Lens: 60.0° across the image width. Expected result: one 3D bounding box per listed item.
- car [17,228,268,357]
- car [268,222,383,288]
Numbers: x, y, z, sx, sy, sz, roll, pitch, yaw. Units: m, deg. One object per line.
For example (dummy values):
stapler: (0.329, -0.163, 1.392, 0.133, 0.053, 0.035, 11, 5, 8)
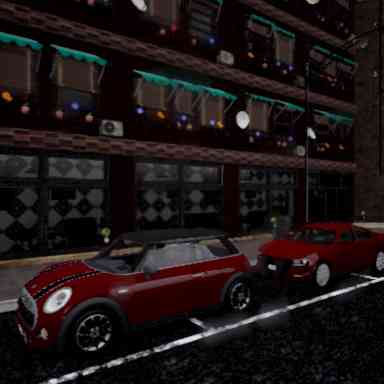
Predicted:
car: (-0.842, 1.441, 5.960, 4.097, 1.590, 1.967, 0, 0, -36)
car: (3.747, 1.549, 9.235, 4.507, 1.381, 1.887, 0, 0, -36)
